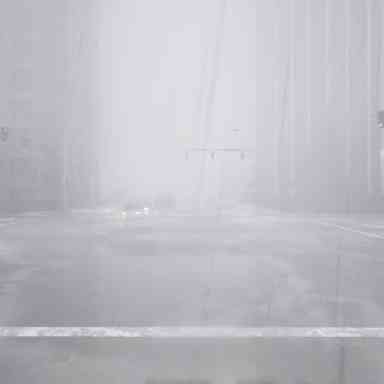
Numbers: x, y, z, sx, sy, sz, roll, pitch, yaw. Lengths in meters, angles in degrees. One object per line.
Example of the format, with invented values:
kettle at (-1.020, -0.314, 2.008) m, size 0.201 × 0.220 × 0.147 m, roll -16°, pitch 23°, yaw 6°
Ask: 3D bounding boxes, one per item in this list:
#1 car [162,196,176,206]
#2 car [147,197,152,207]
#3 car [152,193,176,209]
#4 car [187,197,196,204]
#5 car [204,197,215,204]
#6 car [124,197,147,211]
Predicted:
car at (-3.653, 1.478, 54.385) m, size 1.882 × 1.535 × 5.008 m, roll 0°, pitch 0°, yaw 0°
car at (-7.155, 1.492, 50.781) m, size 2.128 × 1.511 × 4.902 m, roll 0°, pitch 0°, yaw 0°
car at (-3.658, 1.221, 44.390) m, size 2.150 × 2.045 × 5.566 m, roll 0°, pitch 0°, yaw 0°
car at (-0.088, 1.601, 65.584) m, size 1.895 × 1.301 × 4.718 m, roll 0°, pitch 0°, yaw 0°
car at (3.413, 1.601, 65.049) m, size 1.895 × 1.301 × 4.718 m, roll 0°, pitch 0°, yaw 0°
car at (-7.154, 1.478, 41.294) m, size 1.882 × 1.535 × 5.008 m, roll 0°, pitch 0°, yaw 0°
